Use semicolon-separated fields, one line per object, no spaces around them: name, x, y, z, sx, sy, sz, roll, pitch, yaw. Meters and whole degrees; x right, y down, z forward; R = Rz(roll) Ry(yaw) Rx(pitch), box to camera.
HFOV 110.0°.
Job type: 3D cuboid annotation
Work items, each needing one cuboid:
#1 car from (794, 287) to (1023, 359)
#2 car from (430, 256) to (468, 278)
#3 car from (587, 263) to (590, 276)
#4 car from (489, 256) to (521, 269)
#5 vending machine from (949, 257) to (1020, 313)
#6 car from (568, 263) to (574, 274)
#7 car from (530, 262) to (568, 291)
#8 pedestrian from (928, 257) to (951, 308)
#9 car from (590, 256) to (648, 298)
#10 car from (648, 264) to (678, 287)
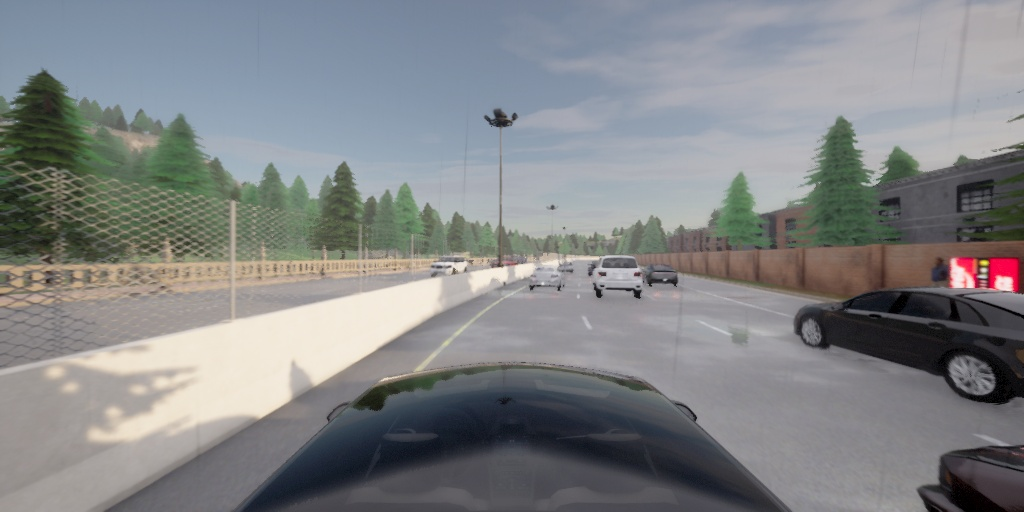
car;7.377;1.292;6.334;1.837;1.490;4.892;0;0;3
car;-5.996;0.976;34.814;2.150;2.045;5.566;0;0;11
car;8.951;1.174;37.294;2.097;1.767;4.553;0;0;11
car;-0.814;1.005;43.063;2.150;2.045;5.566;0;0;11
vending machine;14.702;1.020;11.206;1.100;2.100;0.880;0;0;7
car;6.482;1.430;43.471;1.895;1.301;4.718;0;0;11
car;2.265;1.309;22.453;1.812;1.442;4.674;0;0;13
pedestrian;14.406;0.964;12.047;0.375;1.860;0.375;0;0;8
car;5.492;1.012;19.174;2.150;2.045;5.566;0;0;11
car;10.165;1.308;25.110;2.128;1.511;4.902;0;0;11
